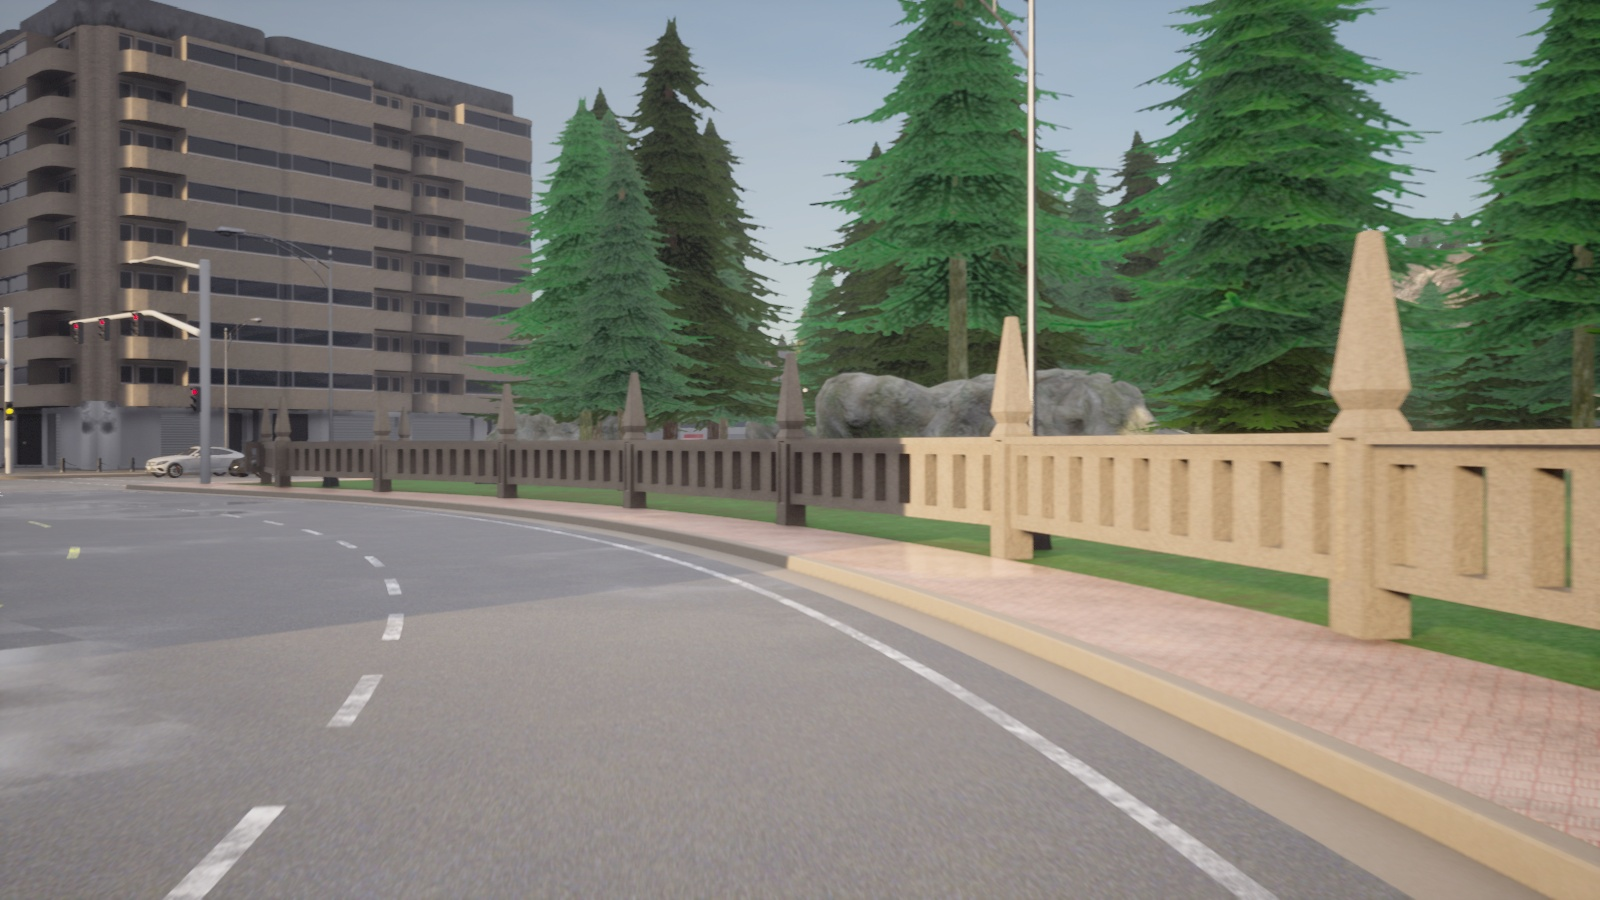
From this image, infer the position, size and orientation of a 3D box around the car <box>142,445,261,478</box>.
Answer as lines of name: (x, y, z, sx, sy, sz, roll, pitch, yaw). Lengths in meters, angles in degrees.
car: (-27.914, 0.499, 58.668, 1.812, 1.442, 4.674, 0, 0, 40)

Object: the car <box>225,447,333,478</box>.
car: (-23.984, 0.541, 57.921, 1.994, 1.385, 4.181, 0, 0, 39)
